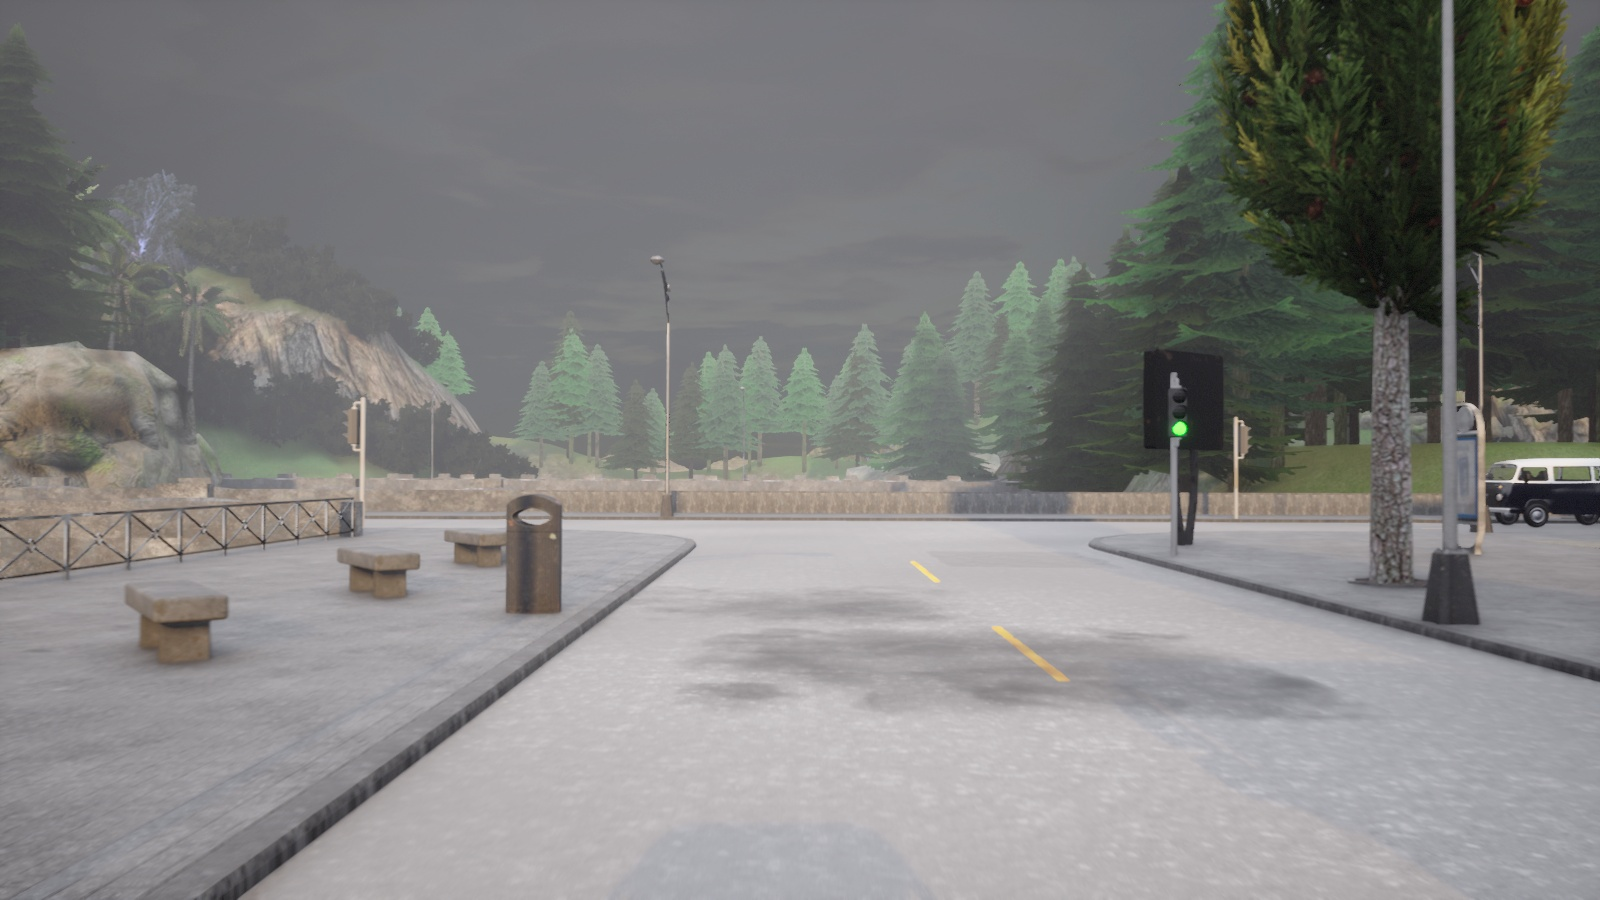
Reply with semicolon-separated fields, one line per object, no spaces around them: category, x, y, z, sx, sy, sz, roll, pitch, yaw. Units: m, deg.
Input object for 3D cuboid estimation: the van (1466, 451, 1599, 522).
van;22.760;1.077;37.626;4.480;2.038;2.069;0;-1;0
